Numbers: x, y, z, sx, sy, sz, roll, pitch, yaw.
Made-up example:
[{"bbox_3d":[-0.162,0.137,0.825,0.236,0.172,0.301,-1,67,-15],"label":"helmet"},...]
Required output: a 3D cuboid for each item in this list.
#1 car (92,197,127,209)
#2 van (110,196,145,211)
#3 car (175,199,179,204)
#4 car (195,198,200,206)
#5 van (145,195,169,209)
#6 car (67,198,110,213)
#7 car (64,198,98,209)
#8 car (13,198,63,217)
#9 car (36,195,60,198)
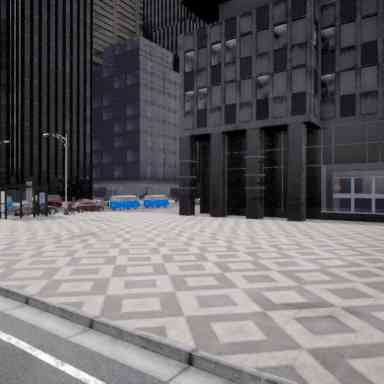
[{"bbox_3d":[-11.260,1.499,45.810,1.812,1.442,4.674,0,0,36],"label":"car"},{"bbox_3d":[-8.055,1.332,40.211,1.690,1.788,3.998,0,0,35],"label":"van"},{"bbox_3d":[-1.079,1.579,59.949,1.895,1.301,4.718,0,0,35],"label":"car"},{"bbox_3d":[1.821,1.570,54.087,1.802,1.307,4.206,0,0,35],"label":"car"},{"bbox_3d":[-4.763,1.330,44.836,1.690,1.788,3.998,0,0,35],"label":"van"},{"bbox_3d":[-11.348,1.576,35.585,1.802,1.307,4.206,0,0,35],"label":"car"},{"bbox_3d":[-15.002,1.549,45.153,1.802,1.307,4.206,0,0,35],"label":"car"},{"bbox_3d":[-14.641,1.549,30.960,2.008,1.369,4.403,0,0,35],"label":"car"},{"bbox_3d":[-18.293,1.285,40.527,2.192,1.841,5.009,0,0,35],"label":"car"}]
